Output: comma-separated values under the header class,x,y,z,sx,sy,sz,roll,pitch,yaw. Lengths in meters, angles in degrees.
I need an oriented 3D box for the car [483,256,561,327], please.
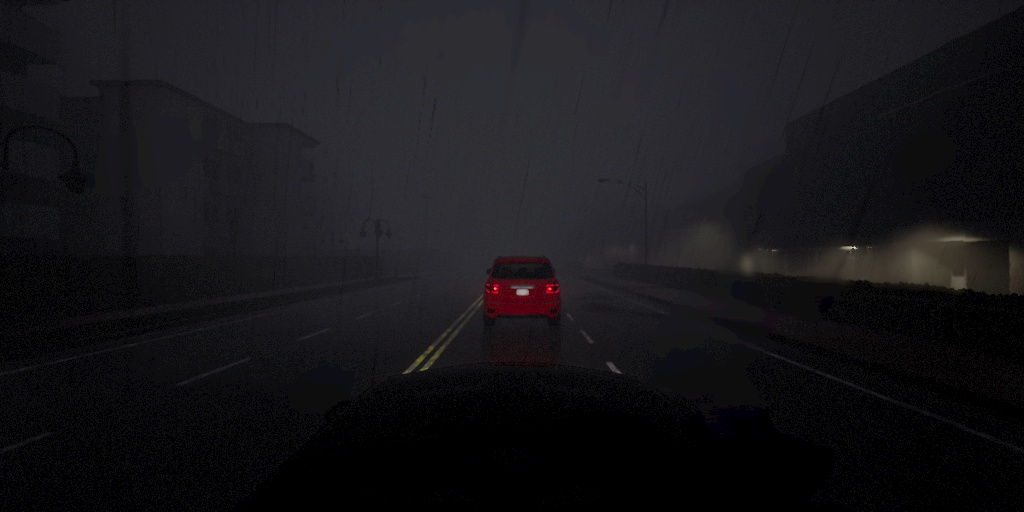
class,x,y,z,sx,sy,sz,roll,pitch,yaw
car,0.311,1.016,11.863,2.150,2.045,5.566,0,0,1
